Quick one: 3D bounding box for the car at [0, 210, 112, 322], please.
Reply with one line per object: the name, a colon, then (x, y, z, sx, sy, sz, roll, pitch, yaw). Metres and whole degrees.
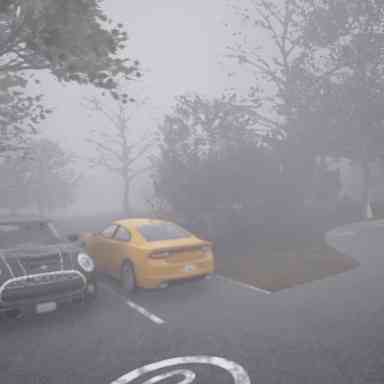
car: (-3.753, 1.347, 7.422, 2.185, 1.767, 4.553, 0, 0, -36)

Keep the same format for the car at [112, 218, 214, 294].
car: (-1.475, 1.456, 9.002, 2.097, 1.535, 5.008, 0, 0, -36)
